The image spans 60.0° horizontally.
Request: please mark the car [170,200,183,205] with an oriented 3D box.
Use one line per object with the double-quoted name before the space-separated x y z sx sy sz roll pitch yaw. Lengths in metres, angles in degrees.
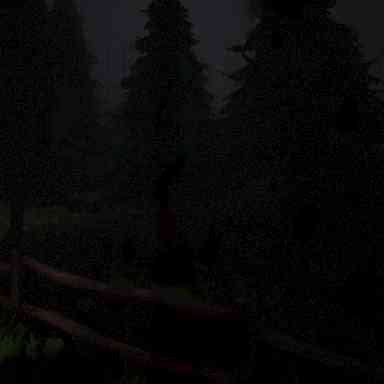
"car" -2.726 1.591 37.117 4.181 1.385 1.994 0 0 -13
